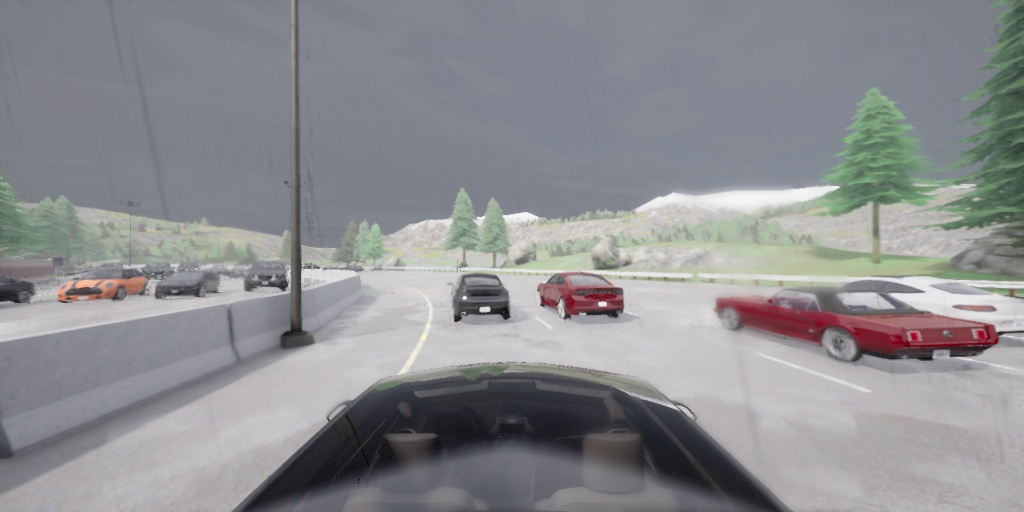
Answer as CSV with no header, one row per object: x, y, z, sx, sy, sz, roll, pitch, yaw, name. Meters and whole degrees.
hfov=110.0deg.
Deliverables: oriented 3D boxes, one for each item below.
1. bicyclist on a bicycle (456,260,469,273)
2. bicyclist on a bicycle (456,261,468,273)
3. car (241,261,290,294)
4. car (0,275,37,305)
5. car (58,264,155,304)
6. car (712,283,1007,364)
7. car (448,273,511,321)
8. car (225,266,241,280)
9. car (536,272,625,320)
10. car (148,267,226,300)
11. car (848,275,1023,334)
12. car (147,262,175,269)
-7.581,1.638,55.355,0.582,1.620,1.656,-2,-24,42,bicyclist on a bicycle
-7.175,1.633,54.948,0.582,1.620,1.656,0,-21,44,bicyclist on a bicycle
-16.583,1.356,24.541,2.150,2.045,5.566,0,-1,-30,car
-24.199,1.629,15.990,2.128,1.511,4.902,0,-1,-23,car
-21.899,1.496,19.447,2.097,1.767,4.553,-1,0,-27,car
6.792,1.338,8.059,1.895,1.301,4.718,-1,0,-6,car
-1.278,1.373,13.180,1.837,1.490,4.892,0,0,-11,car
-31.242,1.928,41.640,4.902,1.511,2.128,-1,-1,44,car
2.267,1.306,13.160,1.882,1.535,5.008,0,0,-10,car
-18.614,1.599,20.836,1.882,1.535,5.008,0,-1,-27,car
10.085,1.243,9.621,1.812,1.442,4.674,0,0,-7,car
-36.132,1.666,36.620,5.566,2.045,2.150,-2,-1,43,car
